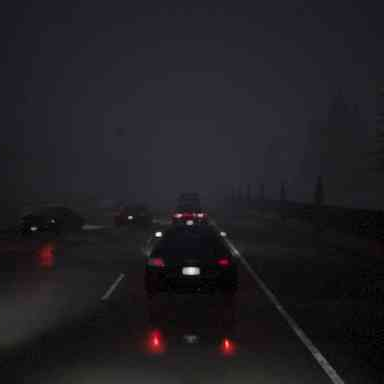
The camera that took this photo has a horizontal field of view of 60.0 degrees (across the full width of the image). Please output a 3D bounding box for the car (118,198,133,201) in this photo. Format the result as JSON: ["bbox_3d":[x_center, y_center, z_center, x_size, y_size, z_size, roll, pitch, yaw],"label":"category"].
[{"bbox_3d":[-7.338,1.351,37.063,1.812,1.442,4.674,0,0,-1],"label":"car"}]

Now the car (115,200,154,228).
[{"bbox_3d":[-3.649,1.462,21.534,1.994,1.385,4.181,0,0,-1],"label":"car"}]

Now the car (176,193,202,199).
[{"bbox_3d":[-0.261,1.077,30.646,2.150,2.045,5.566,0,0,-1],"label":"car"}]

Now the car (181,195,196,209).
[{"bbox_3d":[-0.405,1.253,42.729,1.801,1.575,5.366,0,0,-1],"label":"car"}]

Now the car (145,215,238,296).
[{"bbox_3d":[-0.025,1.522,8.552,1.994,1.385,4.181,0,0,0],"label":"car"}]

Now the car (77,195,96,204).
[{"bbox_3d":[-18.242,1.294,57.600,1.994,1.385,4.181,0,0,0],"label":"car"}]

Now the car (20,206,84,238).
[{"bbox_3d":[-7.096,1.445,17.175,1.812,1.442,4.674,0,0,-1],"label":"car"}]

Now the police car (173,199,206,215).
[{"bbox_3d":[-0.130,1.408,19.703,2.038,1.542,4.974,0,0,-1],"label":"police car"}]

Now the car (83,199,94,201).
[{"bbox_3d":[-14.686,1.314,49.823,2.033,1.411,5.357,0,0,-1],"label":"car"}]
